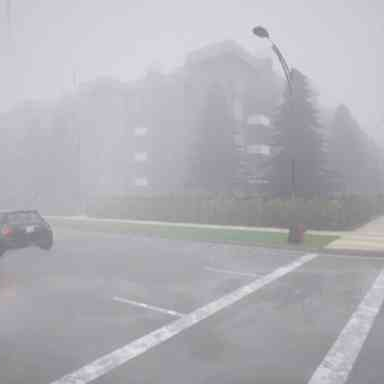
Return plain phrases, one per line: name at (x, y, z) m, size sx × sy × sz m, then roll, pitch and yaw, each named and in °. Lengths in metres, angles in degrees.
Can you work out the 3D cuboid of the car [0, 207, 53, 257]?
car at (-7.817, 1.485, 13.740) m, size 4.553 × 1.767 × 2.097 m, roll -1°, pitch -1°, yaw 36°
